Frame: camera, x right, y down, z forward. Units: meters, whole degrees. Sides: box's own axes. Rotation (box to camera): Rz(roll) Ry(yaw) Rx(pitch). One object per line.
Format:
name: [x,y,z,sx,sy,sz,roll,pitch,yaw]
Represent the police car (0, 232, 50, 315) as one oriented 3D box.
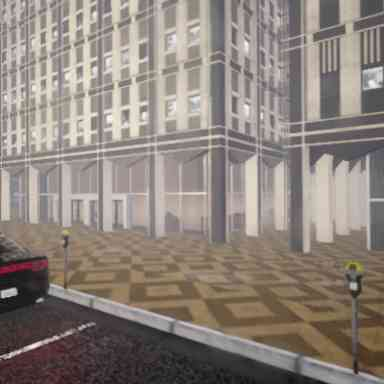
police car: [-5.033,1.413,6.852,5.238,1.638,1.930,0,0,36]
